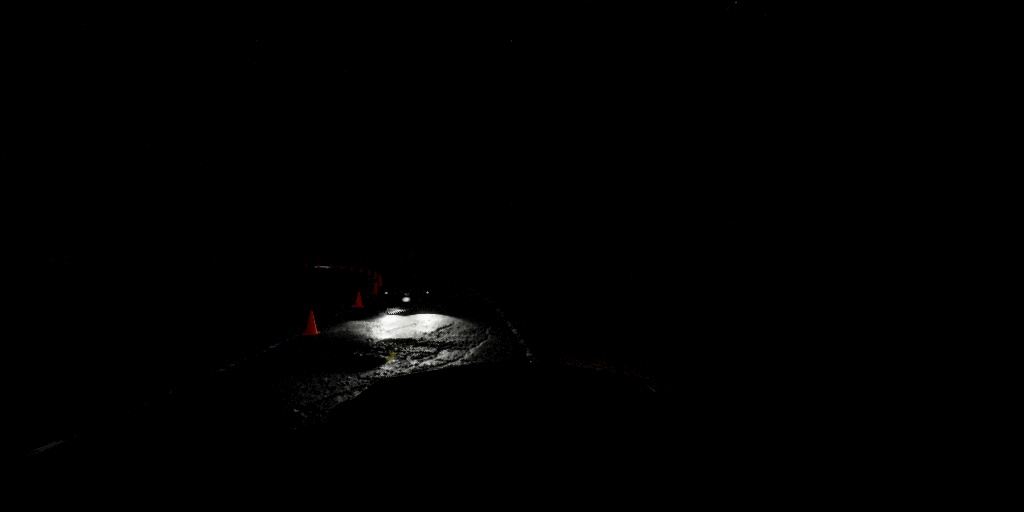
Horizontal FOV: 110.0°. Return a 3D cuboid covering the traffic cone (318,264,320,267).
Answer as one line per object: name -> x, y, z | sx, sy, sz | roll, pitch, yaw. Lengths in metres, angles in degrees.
traffic cone -> -29.747, 1.404, 55.214 | 0.340, 0.580, 0.340 | 0, 0, 42

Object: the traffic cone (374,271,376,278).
traffic cone -> -12.253, 1.632, 32.238 | 0.340, 0.580, 0.340 | 0, 0, -26

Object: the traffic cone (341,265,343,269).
traffic cone -> -22.949, 1.493, 48.324 | 0.340, 0.580, 0.340 | 0, 0, -41

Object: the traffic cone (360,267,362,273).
traffic cone -> -17.086, 1.573, 40.623 | 0.340, 0.580, 0.340 | 0, 0, -34

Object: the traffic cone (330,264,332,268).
traffic cone -> -26.238, 1.449, 51.878 | 0.340, 0.580, 0.340 | 0, 0, -45

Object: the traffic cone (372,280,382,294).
traffic cone -> -7.102, 1.685, 18.677 | 0.340, 0.580, 0.340 | 0, 0, -15

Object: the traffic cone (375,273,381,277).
traffic cone -> -10.248, 1.654, 27.831 | 0.340, 0.580, 0.340 | 0, 0, -23

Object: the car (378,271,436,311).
car -> -4.048, 1.308, 14.304 | 1.994, 1.385, 4.181 | 0, 0, -12

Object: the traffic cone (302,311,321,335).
traffic cone -> -5.149, 1.700, 9.198 | 0.340, 0.580, 0.340 | 0, 0, -8

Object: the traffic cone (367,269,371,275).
traffic cone -> -14.535, 1.605, 36.507 | 0.340, 0.580, 0.340 | 0, 0, -30

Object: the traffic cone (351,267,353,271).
traffic cone -> -19.895, 1.535, 44.567 | 0.340, 0.580, 0.340 | 0, 0, -37

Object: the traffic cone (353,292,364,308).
traffic cone -> -5.973, 1.694, 13.969 | 0.340, 0.580, 0.340 | 0, 0, -12

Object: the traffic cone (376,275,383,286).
traffic cone -> -8.528, 1.671, 23.304 | 0.340, 0.580, 0.340 | 0, 0, -19
